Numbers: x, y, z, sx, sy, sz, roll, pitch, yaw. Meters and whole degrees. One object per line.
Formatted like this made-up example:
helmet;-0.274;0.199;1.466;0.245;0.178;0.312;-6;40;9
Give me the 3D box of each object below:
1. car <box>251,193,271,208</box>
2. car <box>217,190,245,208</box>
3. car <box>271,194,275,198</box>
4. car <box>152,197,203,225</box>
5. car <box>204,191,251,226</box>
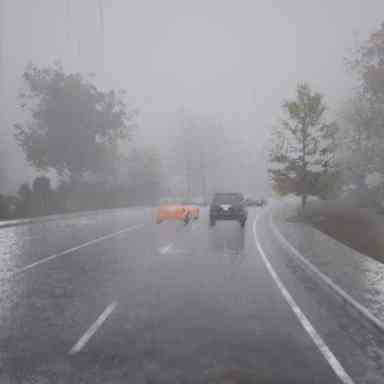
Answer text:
car;8.017;1.196;40.418;1.895;1.301;4.718;-1;0;21
car;5.048;0.866;42.442;2.150;2.045;5.566;-1;0;22
car;17.654;0.780;77.729;1.895;1.301;4.718;-2;0;38
car;-0.850;1.180;22.830;2.097;1.767;4.553;0;0;12
car;2.460;1.031;21.636;2.150;2.045;5.566;0;1;11
